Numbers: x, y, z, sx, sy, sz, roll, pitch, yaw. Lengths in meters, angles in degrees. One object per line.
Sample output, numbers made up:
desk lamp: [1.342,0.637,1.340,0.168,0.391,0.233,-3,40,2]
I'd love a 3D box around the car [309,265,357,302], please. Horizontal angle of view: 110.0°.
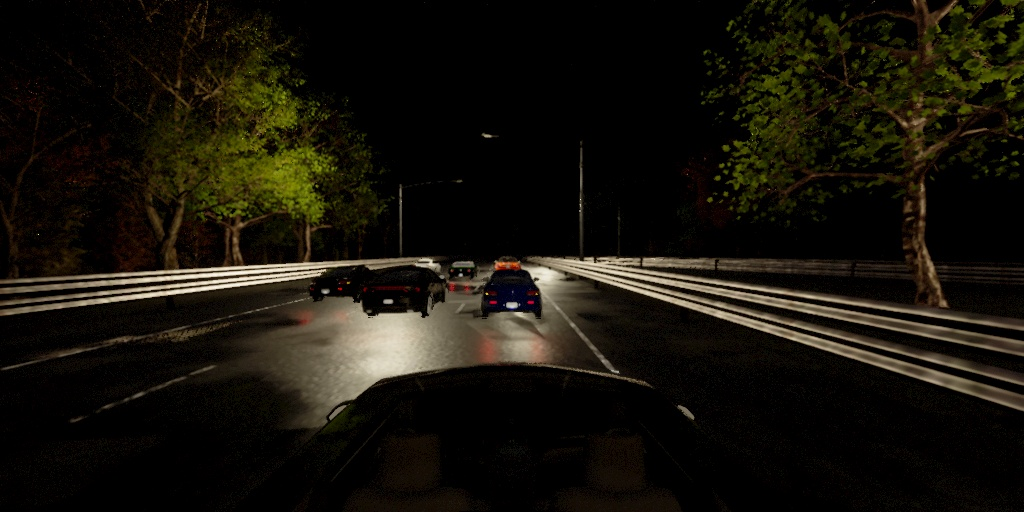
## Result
car: [-7.068,1.134,15.823,1.812,1.442,4.674,0,1,-1]

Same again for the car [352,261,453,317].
car: [-3.528,1.116,12.616,1.882,1.535,5.008,0,1,-1]

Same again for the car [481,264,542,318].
car: [-0.024,1.165,12.258,1.812,1.442,4.674,0,1,-1]

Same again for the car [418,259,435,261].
car: [-7.385,0.988,31.104,1.812,1.442,4.674,0,1,-1]

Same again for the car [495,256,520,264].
car: [-0.357,0.820,29.943,2.097,1.767,4.553,0,1,-1]

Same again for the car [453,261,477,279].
car: [-3.823,1.084,28.606,1.895,1.301,4.718,0,1,-1]
